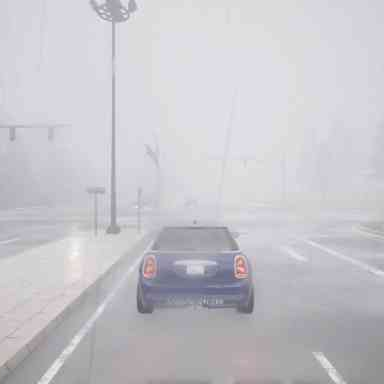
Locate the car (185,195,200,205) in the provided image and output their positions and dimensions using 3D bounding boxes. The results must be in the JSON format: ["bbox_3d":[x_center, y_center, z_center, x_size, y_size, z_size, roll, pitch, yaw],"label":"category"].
[{"bbox_3d":[-0.142,1.526,54.610,1.812,1.442,4.674,0,0,-1],"label":"car"}]

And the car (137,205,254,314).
[{"bbox_3d":[0.074,1.352,7.790,2.097,1.767,4.553,0,0,0],"label":"car"}]

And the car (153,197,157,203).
[{"bbox_3d":[-8.346,1.547,65.586,2.033,1.411,5.357,0,0,0],"label":"car"}]

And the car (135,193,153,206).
[{"bbox_3d":[-8.250,1.352,55.971,2.097,1.767,4.553,0,0,-1],"label":"car"}]
